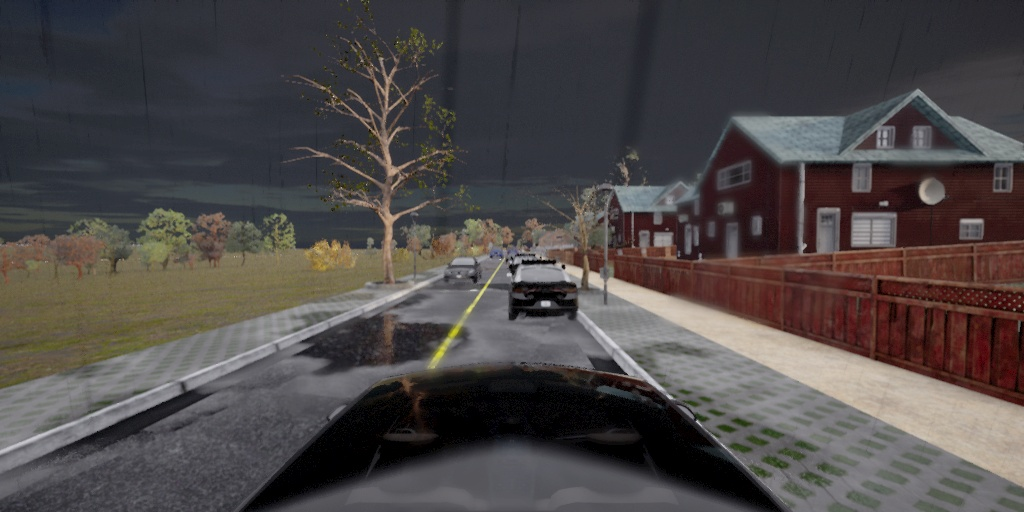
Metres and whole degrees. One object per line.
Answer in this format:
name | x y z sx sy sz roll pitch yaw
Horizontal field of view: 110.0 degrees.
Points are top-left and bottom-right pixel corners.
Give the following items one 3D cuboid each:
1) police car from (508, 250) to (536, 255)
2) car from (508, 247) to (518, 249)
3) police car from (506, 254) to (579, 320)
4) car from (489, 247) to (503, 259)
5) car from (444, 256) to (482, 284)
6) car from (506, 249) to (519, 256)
police car | 0.867 0.660 21.489 1.930 1.638 5.238 0 1 0
car | 0.135 -0.641 64.508 2.150 2.045 5.566 0 1 0
police car | 0.846 0.919 11.492 1.930 1.638 5.238 0 1 0
car | -2.673 -0.571 61.832 2.150 2.045 5.566 0 1 1
car | -2.807 0.764 21.335 1.812 1.442 4.674 0 1 0
car | 0.137 0.083 49.382 1.994 1.385 4.181 0 1 0
